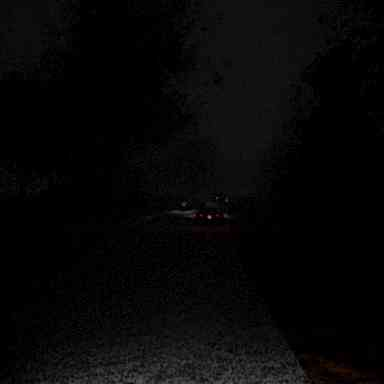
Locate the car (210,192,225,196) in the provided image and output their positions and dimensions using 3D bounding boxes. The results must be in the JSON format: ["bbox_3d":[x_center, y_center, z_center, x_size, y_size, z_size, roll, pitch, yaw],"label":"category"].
[{"bbox_3d":[3.169,0.621,41.231,1.994,1.385,4.181,0,2,6],"label":"car"}]

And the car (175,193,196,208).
[{"bbox_3d":[-0.503,0.850,33.919,2.128,1.511,4.902,2,2,6],"label":"car"}]

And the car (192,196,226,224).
[{"bbox_3d":[1.263,1.272,22.731,1.812,1.442,4.674,0,2,5],"label":"car"}]
